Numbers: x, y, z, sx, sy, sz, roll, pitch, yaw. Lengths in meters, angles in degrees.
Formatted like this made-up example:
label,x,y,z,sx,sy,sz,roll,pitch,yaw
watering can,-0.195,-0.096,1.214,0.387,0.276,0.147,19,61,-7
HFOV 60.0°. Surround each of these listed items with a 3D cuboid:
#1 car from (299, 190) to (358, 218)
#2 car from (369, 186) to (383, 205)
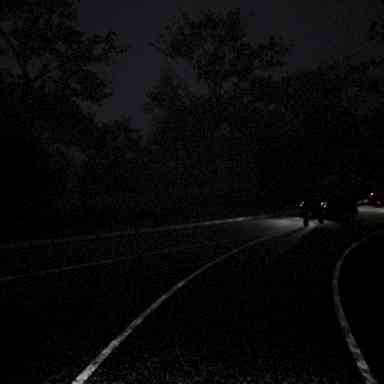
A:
label,x,y,z,sx,sy,sz,roll,pitch,yaw
car,9.383,0.701,22.831,4.553,1.767,2.097,-4,3,-36
car,17.038,0.104,28.188,4.553,1.767,2.097,-5,3,-32
